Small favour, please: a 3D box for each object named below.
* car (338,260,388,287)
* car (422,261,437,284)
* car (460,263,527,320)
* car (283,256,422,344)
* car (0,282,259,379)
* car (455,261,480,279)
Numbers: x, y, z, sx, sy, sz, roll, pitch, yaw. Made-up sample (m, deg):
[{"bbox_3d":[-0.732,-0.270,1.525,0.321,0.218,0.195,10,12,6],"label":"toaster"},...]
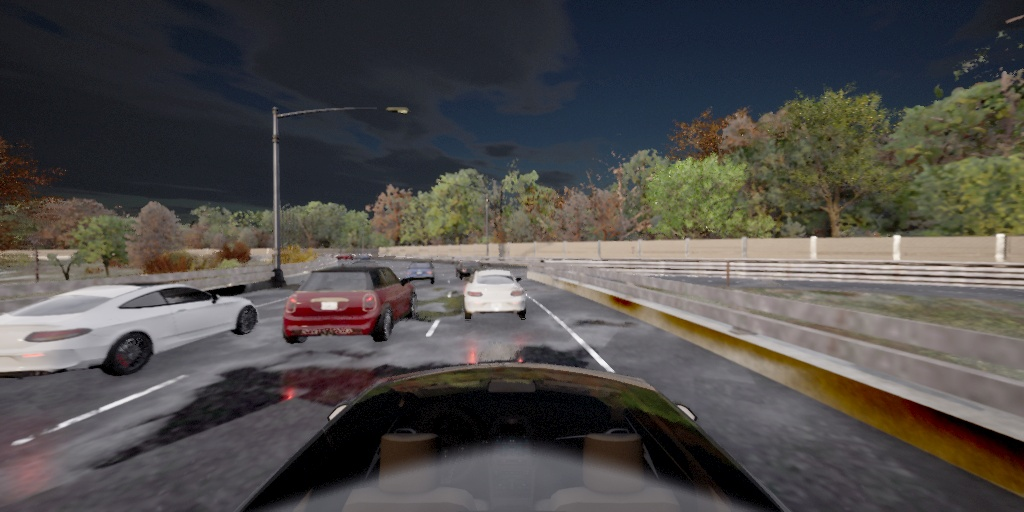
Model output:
[{"bbox_3d":[-9.509,1.051,23.369,2.033,1.411,5.357,0,1,-12],"label":"car"},{"bbox_3d":[-6.044,1.030,23.884,2.033,1.411,5.357,0,1,-12],"label":"car"},{"bbox_3d":[-0.617,1.143,11.943,1.812,1.442,4.674,0,1,-5],"label":"car"},{"bbox_3d":[-3.933,1.015,9.521,2.097,1.767,4.553,0,1,-5],"label":"car"},{"bbox_3d":[-7.246,1.234,7.139,1.812,1.442,4.674,0,1,-4],"label":"car"},{"bbox_3d":[-3.307,1.024,27.556,1.895,1.301,4.718,0,1,-13],"label":"car"}]
